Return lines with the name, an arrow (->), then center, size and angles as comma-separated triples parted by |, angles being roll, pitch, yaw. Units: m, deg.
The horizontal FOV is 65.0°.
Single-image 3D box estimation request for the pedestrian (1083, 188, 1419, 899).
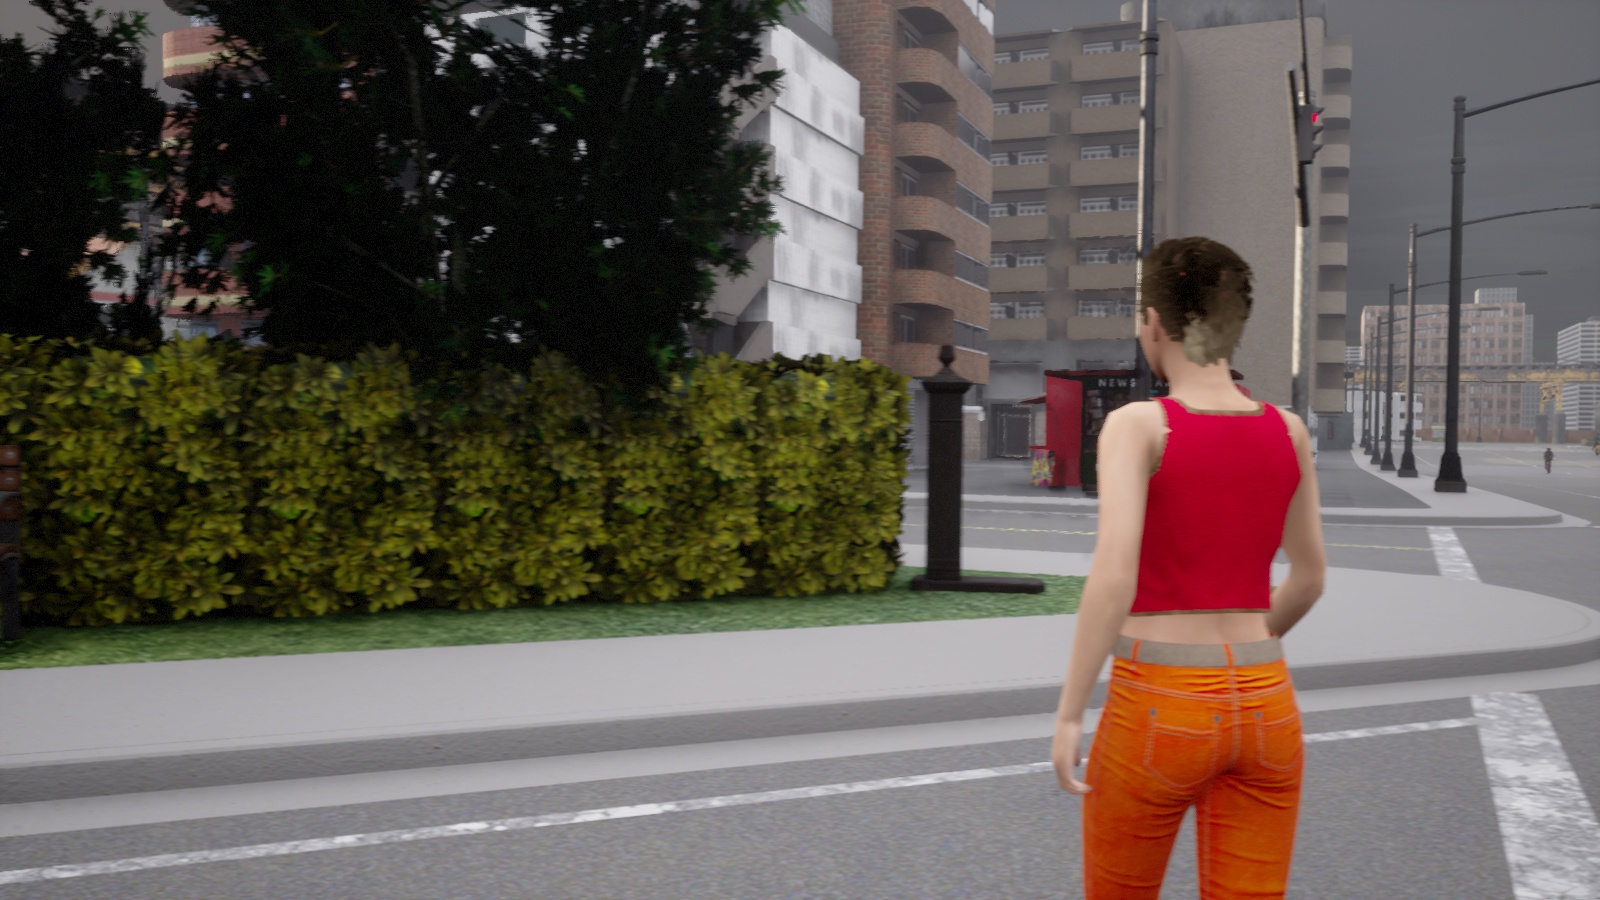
pedestrian -> 0.788, 0.500, 2.297 | 0.345, 1.836, 0.594 | -1, 1, -7
